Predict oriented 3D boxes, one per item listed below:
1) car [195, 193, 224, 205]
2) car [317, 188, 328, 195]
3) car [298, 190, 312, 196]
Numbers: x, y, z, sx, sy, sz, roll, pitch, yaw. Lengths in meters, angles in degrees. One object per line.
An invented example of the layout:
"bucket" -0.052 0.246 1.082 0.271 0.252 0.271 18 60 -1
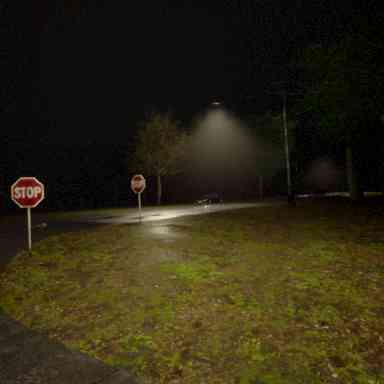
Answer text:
"car" 2.295 0.945 42.495 1.837 1.490 4.892 -4 -1 34
"car" 28.405 -0.187 72.478 1.882 1.535 5.008 -3 -1 28
"car" 26.293 0.113 77.484 1.895 1.301 4.718 -4 -1 34
